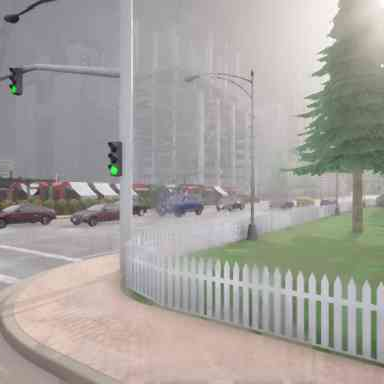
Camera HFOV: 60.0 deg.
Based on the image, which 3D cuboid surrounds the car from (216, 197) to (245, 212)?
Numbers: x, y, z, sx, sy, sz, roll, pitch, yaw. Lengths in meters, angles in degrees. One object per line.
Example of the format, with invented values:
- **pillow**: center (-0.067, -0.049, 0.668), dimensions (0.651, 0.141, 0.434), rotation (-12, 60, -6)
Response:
- **car**: center (4.650, 1.491, 39.707), dimensions (2.128, 1.511, 4.902), rotation (0, 0, 34)

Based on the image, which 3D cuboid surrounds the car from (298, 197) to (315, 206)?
- **car**: center (18.251, 1.477, 53.319), dimensions (1.882, 1.535, 5.008), rotation (0, 0, 34)

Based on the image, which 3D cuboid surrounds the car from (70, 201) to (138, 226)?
- **car**: center (-6.290, 1.525, 23.444), dimensions (1.812, 1.442, 4.674), rotation (0, 0, 34)

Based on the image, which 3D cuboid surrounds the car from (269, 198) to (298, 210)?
- **car**: center (11.884, 1.547, 43.862), dimensions (2.033, 1.411, 5.357), rotation (0, 0, 34)

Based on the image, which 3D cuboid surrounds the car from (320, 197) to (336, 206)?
- **car**: center (21.082, 1.525, 51.258), dimensions (1.812, 1.442, 4.674), rotation (0, 0, 34)

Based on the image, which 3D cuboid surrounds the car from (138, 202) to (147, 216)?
- **car**: center (-6.188, 1.477, 29.900), dimensions (1.882, 1.535, 5.008), rotation (0, 0, 34)

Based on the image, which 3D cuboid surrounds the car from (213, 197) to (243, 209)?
- **car**: center (5.162, 1.490, 46.685), dimensions (2.128, 1.511, 4.902), rotation (0, 0, 34)

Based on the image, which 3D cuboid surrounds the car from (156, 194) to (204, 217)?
- **car**: center (-0.982, 1.221, 31.365), dimensions (2.150, 2.045, 5.566), rotation (0, 0, 34)

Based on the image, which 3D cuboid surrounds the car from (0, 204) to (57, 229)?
- **car**: center (-11.405, 1.525, 22.152), dimensions (1.812, 1.442, 4.674), rotation (0, 0, 36)
